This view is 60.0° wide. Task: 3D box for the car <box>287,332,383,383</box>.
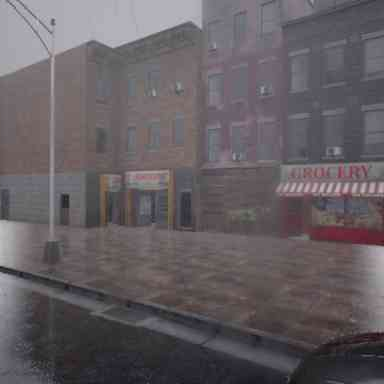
[{"bbox_3d":[2.814,1.493,1.392,4.902,1.511,2.128,0,0,36],"label":"car"}]
